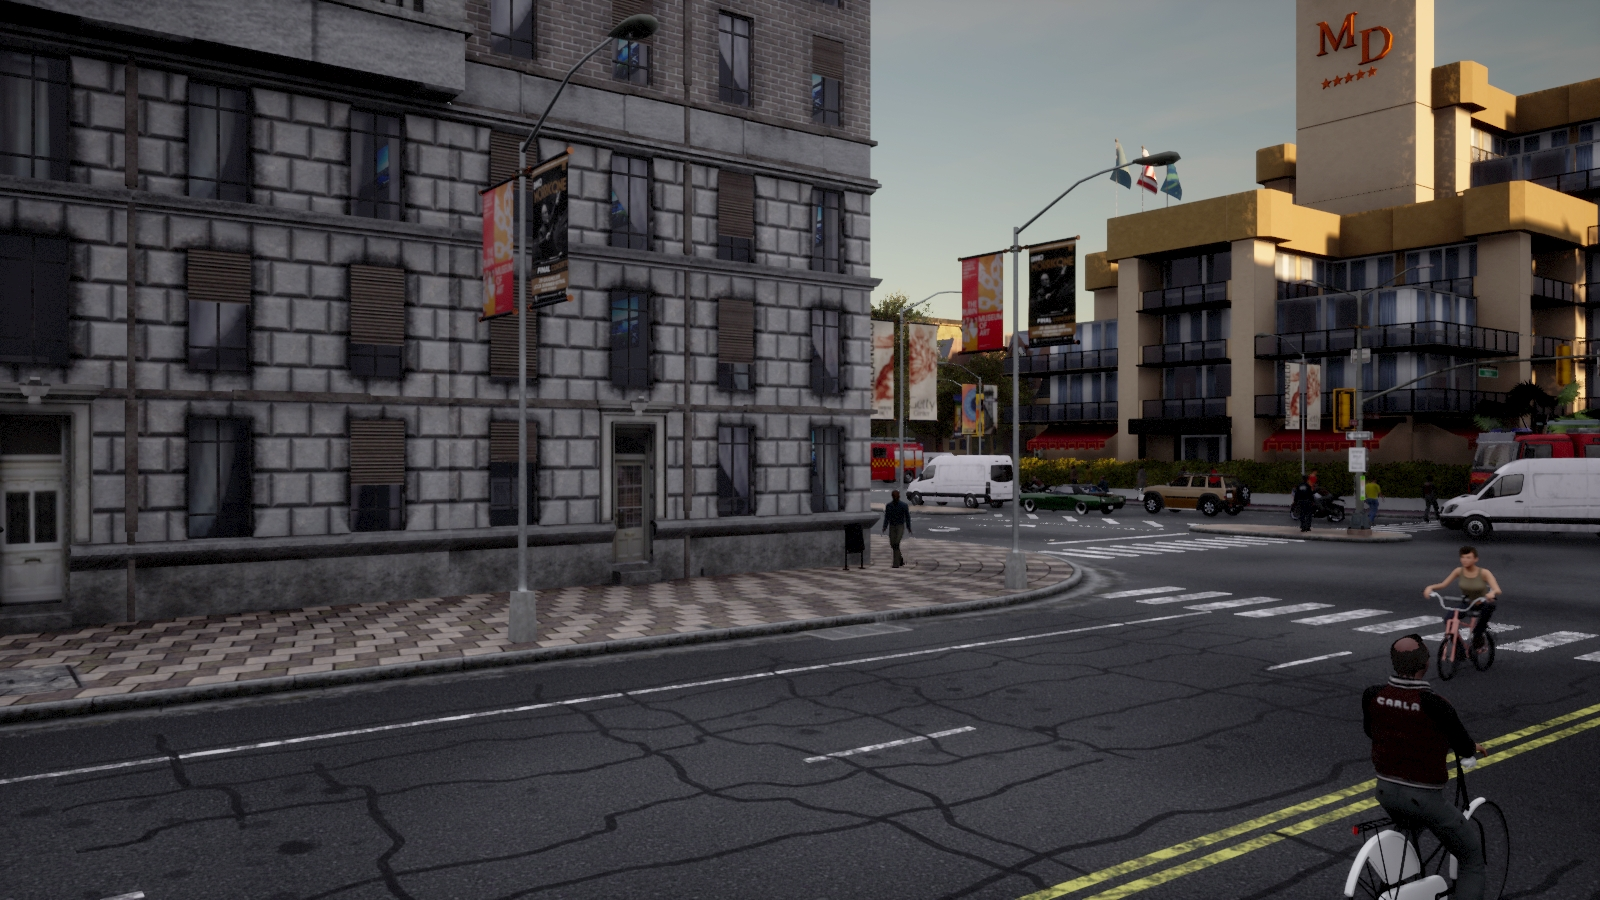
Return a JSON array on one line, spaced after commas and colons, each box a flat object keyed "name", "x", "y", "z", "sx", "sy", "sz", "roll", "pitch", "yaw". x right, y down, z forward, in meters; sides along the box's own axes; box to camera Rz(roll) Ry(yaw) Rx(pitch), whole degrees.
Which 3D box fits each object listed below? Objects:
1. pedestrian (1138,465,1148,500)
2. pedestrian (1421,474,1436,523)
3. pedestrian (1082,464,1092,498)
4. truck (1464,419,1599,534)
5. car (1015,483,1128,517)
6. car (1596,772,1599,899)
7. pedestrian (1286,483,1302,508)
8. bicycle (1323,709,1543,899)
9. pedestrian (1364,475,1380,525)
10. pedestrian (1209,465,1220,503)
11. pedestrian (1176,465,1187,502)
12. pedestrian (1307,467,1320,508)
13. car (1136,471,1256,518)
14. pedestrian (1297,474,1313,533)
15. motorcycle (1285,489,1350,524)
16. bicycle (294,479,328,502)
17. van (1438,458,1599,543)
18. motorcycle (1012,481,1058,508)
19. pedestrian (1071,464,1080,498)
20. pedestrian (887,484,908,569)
[{"name": "pedestrian", "x": 18.021, "y": 1.696, "z": 60.064, "sx": 0.375, "sy": 1.860, "sz": 0.375, "roll": 0, "pitch": 0, "yaw": -39}, {"name": "pedestrian", "x": 24.151, "y": 1.848, "z": 43.910, "sx": 0.375, "sy": 1.860, "sz": 0.375, "roll": 0, "pitch": 0, "yaw": -28}, {"name": "pedestrian", "x": 15.783, "y": 1.696, "z": 62.776, "sx": 0.375, "sy": 1.860, "sz": 0.375, "roll": 0, "pitch": 0, "yaw": -39}, {"name": "truck", "x": 28.058, "y": 0.890, "z": 39.405, "sx": 8.468, "sy": 3.827, "sz": 2.891, "roll": 0, "pitch": 0, "yaw": 5}, {"name": "car", "x": 11.885, "y": 2.155, "z": 50.351, "sx": 1.895, "sy": 1.301, "sz": 4.718, "roll": 0, "pitch": 0, "yaw": -37}, {"name": "car", "x": 4.999, "y": 1.754, "z": 3.274, "sx": 6.274, "sy": 2.098, "sz": 2.390, "roll": 0, "pitch": 0, "yaw": -34}, {"name": "pedestrian", "x": 22.611, "y": 2.077, "z": 52.319, "sx": 0.500, "sy": 1.100, "sz": 0.500, "roll": 0, "pitch": 0, "yaw": -38}, {"name": "bicycle", "x": 3.626, "y": 2.210, "z": 6.476, "sx": 1.835, "sy": 1.171, "sz": 0.329, "roll": 0, "pitch": 0, "yaw": -35}, {"name": "pedestrian", "x": 21.293, "y": 1.848, "z": 42.532, "sx": 0.375, "sy": 1.860, "sz": 0.375, "roll": 0, "pitch": 0, "yaw": -36}, {"name": "pedestrian", "x": 20.579, "y": 1.696, "z": 56.779, "sx": 0.375, "sy": 1.860, "sz": 0.375, "roll": 0, "pitch": 0, "yaw": -35}, {"name": "pedestrian", "x": 19.214, "y": 1.698, "z": 57.499, "sx": 0.375, "sy": 1.860, "sz": 0.375, "roll": 0, "pitch": 0, "yaw": -37}, {"name": "pedestrian", "x": 23.499, "y": 1.696, "z": 52.279, "sx": 0.375, "sy": 1.860, "sz": 0.375, "roll": 0, "pitch": 0, "yaw": -32}, {"name": "car", "x": 17.034, "y": 1.864, "z": 49.374, "sx": 1.932, "sy": 1.855, "sz": 4.605, "roll": 0, "pitch": 0, "yaw": -37}, {"name": "pedestrian", "x": 16.119, "y": 1.704, "z": 36.467, "sx": 0.375, "sy": 1.860, "sz": 0.375, "roll": 0, "pitch": 0, "yaw": -45}, {"name": "motorcycle", "x": 20.381, "y": 2.205, "z": 45.032, "sx": 0.867, "sy": 1.251, "sz": 2.209, "roll": 0, "pitch": 0, "yaw": -40}, {"name": "bicycle", "x": -27.414, "y": 2.261, "z": 64.068, "sx": 1.835, "sy": 1.171, "sz": 0.329, "roll": 4, "pitch": -3, "yaw": 14}, {"name": "van", "x": 23.576, "y": 1.534, "z": 36.095, "sx": 5.915, "sy": 2.561, "sz": 1.988, "roll": 0, "pitch": 0, "yaw": 28}, {"name": "motorcycle", "x": 11.640, "y": 2.205, "z": 56.539, "sx": 0.867, "sy": 1.251, "sz": 2.209, "roll": 0, "pitch": 0, "yaw": -37}, {"name": "pedestrian", "x": 15.278, "y": 1.696, "z": 63.385, "sx": 0.375, "sy": 1.860, "sz": 0.375, "roll": 0, "pitch": 0, "yaw": -40}, {"name": "pedestrian", "x": 2.176, "y": 1.696, "z": 25.468, "sx": 0.375, "sy": 1.860, "sz": 0.375, "roll": 0, "pitch": 0, "yaw": 25}]
